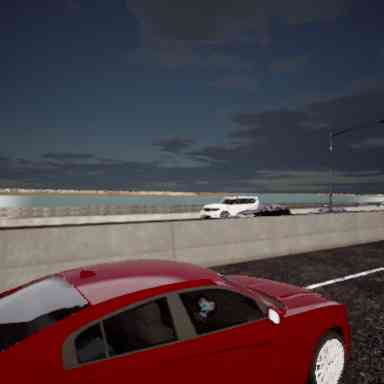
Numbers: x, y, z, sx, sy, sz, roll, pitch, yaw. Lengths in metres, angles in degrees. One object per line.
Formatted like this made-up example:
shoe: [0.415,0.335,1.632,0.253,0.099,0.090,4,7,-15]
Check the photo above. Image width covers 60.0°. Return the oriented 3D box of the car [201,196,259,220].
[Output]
car: [3.384,1.388,27.832,5.566,2.045,2.150,1,0,-35]

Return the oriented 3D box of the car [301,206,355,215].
car: [9.669,1.736,23.696,5.357,1.411,2.033,1,0,-35]

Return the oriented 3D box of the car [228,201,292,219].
car: [5.418,1.657,24.981,4.902,1.511,2.128,1,0,-35]

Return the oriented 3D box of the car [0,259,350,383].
car: [-0.298,1.492,3.528,5.008,1.535,1.882,1,0,-36]
